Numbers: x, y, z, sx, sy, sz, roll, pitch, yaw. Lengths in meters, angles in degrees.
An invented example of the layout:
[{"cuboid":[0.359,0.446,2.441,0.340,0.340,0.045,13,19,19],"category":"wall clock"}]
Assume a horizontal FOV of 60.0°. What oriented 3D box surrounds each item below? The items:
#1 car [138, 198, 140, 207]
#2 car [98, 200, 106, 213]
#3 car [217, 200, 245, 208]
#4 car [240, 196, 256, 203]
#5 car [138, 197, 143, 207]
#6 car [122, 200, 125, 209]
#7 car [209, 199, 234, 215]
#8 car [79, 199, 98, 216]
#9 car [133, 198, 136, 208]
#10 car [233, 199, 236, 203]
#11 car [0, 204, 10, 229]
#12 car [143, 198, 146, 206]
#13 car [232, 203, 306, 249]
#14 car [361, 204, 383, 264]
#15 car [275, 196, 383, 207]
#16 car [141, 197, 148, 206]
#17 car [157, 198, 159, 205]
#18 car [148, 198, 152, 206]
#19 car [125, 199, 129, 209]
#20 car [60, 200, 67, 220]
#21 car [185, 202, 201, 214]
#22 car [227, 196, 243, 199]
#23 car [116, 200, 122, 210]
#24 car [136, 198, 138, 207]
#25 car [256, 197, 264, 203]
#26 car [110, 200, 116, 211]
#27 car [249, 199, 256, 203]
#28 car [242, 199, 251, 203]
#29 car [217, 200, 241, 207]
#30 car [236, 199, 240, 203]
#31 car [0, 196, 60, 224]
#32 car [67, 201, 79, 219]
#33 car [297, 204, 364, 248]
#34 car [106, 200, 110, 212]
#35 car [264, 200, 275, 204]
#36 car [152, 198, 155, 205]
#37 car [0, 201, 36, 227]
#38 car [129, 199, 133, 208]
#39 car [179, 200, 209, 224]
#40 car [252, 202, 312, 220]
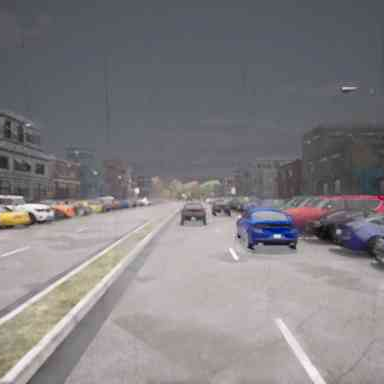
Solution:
[{"cuboid":[-12.742,2.257,62.314,4.792,1.488,2.163,0,-1,0],"category":"car"},{"cuboid":[-12.951,1.747,37.433,5.366,1.575,1.946,0,-1,0],"category":"car"},{"cuboid":[7.840,2.322,67.236,5.366,1.575,1.946,0,-1,0],"category":"car"},{"cuboid":[7.679,1.570,34.152,4.553,1.767,2.185,0,-1,0],"category":"car"},{"cuboid":[-12.713,2.287,65.093,4.892,1.521,2.231,0,-1,0],"category":"car"},{"cuboid":[-12.736,1.953,48.422,4.892,1.521,2.231,0,-1,0],"category":"car"},{"cuboid":[3.108,1.761,36.501,1.837,1.490,4.892,0,-1,0],"category":"car"},{"cuboid":[-12.778,1.701,34.653,4.892,1.521,2.231,0,-1,0],"category":"car"},{"cuboid":[-12.730,2.118,56.883,4.892,1.521,2.231,0,-1,0],"category":"car"},{"cuboid":[7.647,1.830,39.663,4.674,1.452,2.002,0,-1,0],"category":"car"},{"cuboid":[-12.805,1.517,17.870,4.674,1.452,2.002,0,0,0],"category":"car"},{"cuboid":[-12.692,2.444,70.648,4.674,1.452,2.002,0,-1,0],"category":"car"},{"cuboid":[3.103,1.472,14.564,1.882,1.535,5.008,0,0,0],"category":"car"},{"cuboid":[7.674,1.341,9.353,4.553,1.767,2.185,0,0,0],"category":"car"},{"cuboid":[7.616,1.237,17.621,5.566,2.045,2.435,0,0,0],"category":"car"},{"cuboid":[-12.721,2.341,73.521,4.553,1.767,2.185,0,-1,0],"category":"car"},{"cuboid":[-12.652,2.913,92.876,5.008,1.535,2.097,0,-1,0],"category":"car"},{"cuboid":[-12.711,2.278,76.336,5.566,2.045,2.435,0,-1,0],"category":"car"},{"cuboid":[-12.765,2.034,51.199,4.792,1.488,2.163,0,-1,0],"category":"car"},{"cuboid":[-12.788,1.601,26.196,4.674,1.452,2.002,0,-1,0],"category":"car"},{"cuboid":[0.109,1.946,41.649,1.895,1.301,4.718,0,-1,0],"category":"car"},{"cuboid":[7.678,1.588,42.425,5.566,2.045,2.435,0,-1,0],"category":"car"},{"cuboid":[-12.753,1.899,45.643,5.008,1.535,2.097,0,-1,0],"category":"car"},{"cuboid":[-12.716,2.211,59.535,4.674,1.452,2.002,0,-1,0],"category":"car"},{"cuboid":[7.617,1.282,23.132,5.566,2.045,2.435,0,-1,0],"category":"car"},{"cuboid":[-12.725,1.878,42.864,4.792,1.488,2.163,0,-1,0],"category":"car"},{"cuboid":[7.461,1.562,25.881,5.366,1.575,1.946,0,-1,0],"category":"car"},{"cuboid":[7.642,1.648,31.393,5.008,1.535,2.097,0,-1,0],"category":"car"},{"cuboid":[7.679,2.415,69.991,4.792,1.488,2.163,0,-1,0],"category":"car"},{"cuboid":[7.678,1.772,36.907,4.792,1.488,2.163,0,-1,0],"category":"car"},{"cuboid":[-12.767,1.274,23.425,5.566,2.045,2.435,0,-1,0],"category":"car"},{"cuboid":[-12.752,1.477,28.976,4.553,1.767,2.185,0,-1,0],"category":"car"},{"cuboid":[7.638,1.473,14.863,5.008,1.535,2.097,0,0,0],"category":"car"},{"cuboid":[-12.732,1.672,40.096,4.553,1.767,2.185,0,-1,0],"category":"car"},{"cuboid":[7.617,1.254,20.374,5.566,2.045,2.435,0,-1,0],"category":"car"},{"cuboid":[-12.635,2.749,84.665,4.792,1.488,2.163,0,-1,0],"category":"car"},{"cuboid":[-12.987,1.495,20.644,5.366,1.575,1.946,0,-1,0],"category":"car"},{"cuboid":[-12.724,2.062,54.104,5.008,1.535,2.097,0,-1,0],"category":"car"},{"cuboid":[0.106,1.584,25.214,1.837,1.490,4.892,0,0,0],"category":"car"},{"cuboid":[7.644,1.646,28.638,4.674,1.452,2.002,0,-1,0],"category":"car"}]
